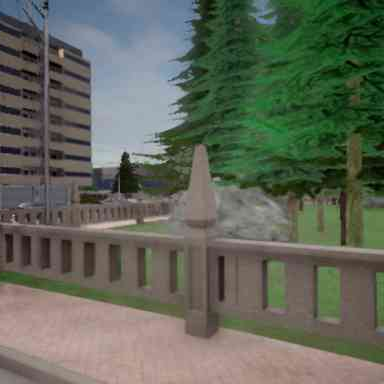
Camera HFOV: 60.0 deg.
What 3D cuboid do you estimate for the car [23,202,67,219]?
[{"bbox_3d":[-13.205,1.805,31.585,1.994,1.385,4.181,-1,0,29],"label":"car"}]

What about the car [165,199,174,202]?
[{"bbox_3d":[-4.052,1.680,48.189,1.882,1.535,5.008,-1,0,29],"label":"car"}]

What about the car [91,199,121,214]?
[{"bbox_3d":[-9.097,1.576,39.066,2.097,1.767,4.553,-1,0,29],"label":"car"}]

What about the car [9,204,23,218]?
[{"bbox_3d":[-16.168,1.776,33.469,1.837,1.490,4.892,-1,0,29],"label":"car"}]

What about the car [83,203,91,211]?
[{"bbox_3d":[-11.718,1.778,41.538,1.812,1.442,4.674,-1,0,29],"label":"car"}]
